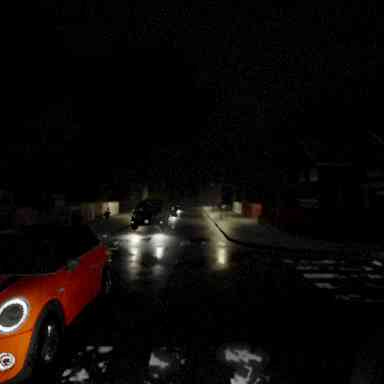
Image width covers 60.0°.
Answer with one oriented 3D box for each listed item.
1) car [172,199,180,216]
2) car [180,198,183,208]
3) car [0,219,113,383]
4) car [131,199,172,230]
[{"bbox_3d":[-2.858,1.851,38.599,2.097,1.767,4.553,0,-1,0],"label":"car"},{"bbox_3d":[-2.821,2.198,53.172,1.837,1.490,4.892,0,-1,0],"label":"car"},{"bbox_3d":[-2.848,1.421,5.678,2.097,1.767,4.553,0,-1,0],"label":"car"},{"bbox_3d":[-2.864,1.525,23.725,2.150,2.045,5.566,0,-1,0],"label":"car"}]
